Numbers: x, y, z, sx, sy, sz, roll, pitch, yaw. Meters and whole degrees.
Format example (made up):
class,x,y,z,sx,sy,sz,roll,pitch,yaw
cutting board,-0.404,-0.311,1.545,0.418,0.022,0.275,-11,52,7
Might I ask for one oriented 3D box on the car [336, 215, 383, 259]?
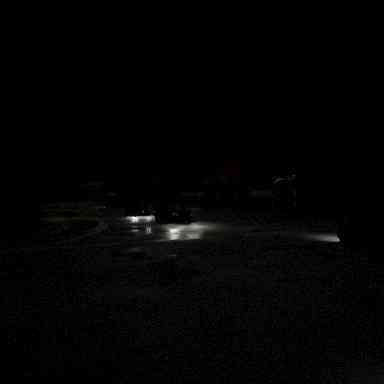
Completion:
class,x,y,z,sx,sy,sz,roll,pitch,yaw
car,7.335,1.570,12.677,2.033,1.411,5.357,-1,0,4

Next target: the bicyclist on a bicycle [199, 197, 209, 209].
class,x,y,z,sx,sy,sz,roll,pitch,yaw
bicyclist on a bicycle,1.658,1.551,45.292,1.656,1.620,0.582,0,0,-26

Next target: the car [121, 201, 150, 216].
class,x,y,z,sx,sy,sz,roll,pitch,yaw
car,-6.256,1.877,37.650,1.837,1.490,4.892,-1,0,-26

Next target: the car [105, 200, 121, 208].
class,x,y,z,sx,sy,sz,roll,pitch,yaw
car,-13.667,2.136,59.239,4.674,1.442,1.812,-1,-1,44

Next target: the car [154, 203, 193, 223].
class,x,y,z,sx,sy,sz,roll,pitch,yaw
car,-1.664,1.732,28.238,1.882,1.535,5.008,-1,0,-26
